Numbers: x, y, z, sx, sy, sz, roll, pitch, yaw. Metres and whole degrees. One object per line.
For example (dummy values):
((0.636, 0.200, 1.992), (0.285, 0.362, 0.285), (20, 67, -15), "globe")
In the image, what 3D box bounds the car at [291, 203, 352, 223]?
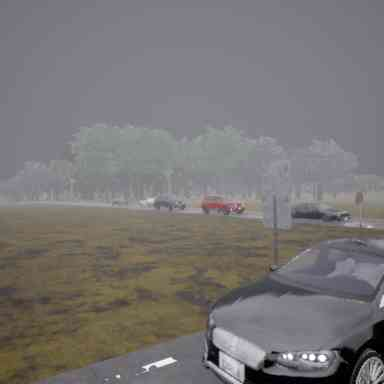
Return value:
((9.774, 1.605, 26.619), (2.033, 1.411, 5.357), (-2, 1, -36), "car")

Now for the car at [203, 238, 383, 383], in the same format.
((2.390, 1.489, 4.772), (4.902, 1.511, 2.128), (0, 0, -35), "car")

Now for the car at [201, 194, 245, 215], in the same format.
((3.191, 1.304, 35.729), (2.150, 2.045, 5.566), (-2, 1, -35), "car")

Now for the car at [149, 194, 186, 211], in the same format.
((-3.072, 1.363, 44.412), (2.150, 2.045, 5.566), (-2, 1, -36), "car")

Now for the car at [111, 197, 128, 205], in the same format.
((-14.087, 1.777, 64.714), (2.128, 1.511, 4.902), (-2, 0, -36), "car")

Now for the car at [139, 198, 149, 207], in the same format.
((-7.144, 1.682, 55.100), (1.812, 1.442, 4.674), (-2, 1, -36), "car")
